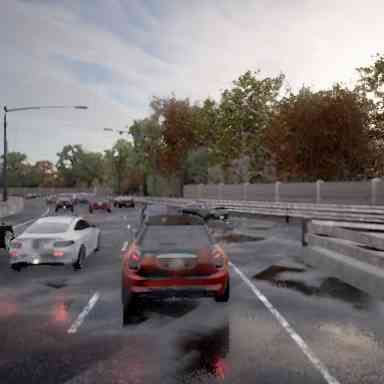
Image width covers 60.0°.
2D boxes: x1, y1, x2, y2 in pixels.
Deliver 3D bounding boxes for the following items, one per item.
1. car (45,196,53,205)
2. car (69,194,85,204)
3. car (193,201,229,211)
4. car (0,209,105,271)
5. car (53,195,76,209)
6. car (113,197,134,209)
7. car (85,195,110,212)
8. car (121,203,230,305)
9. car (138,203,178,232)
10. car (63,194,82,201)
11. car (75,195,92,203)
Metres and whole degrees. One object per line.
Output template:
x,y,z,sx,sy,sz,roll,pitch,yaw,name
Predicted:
-22.742,1.315,54.357,2.128,1.511,4.902,0,0,-31,car
-18.568,1.175,54.134,2.097,1.767,4.553,0,0,-30,car
0.660,1.417,23.634,2.128,1.511,4.902,0,0,-32,car
-4.166,1.490,10.681,1.812,1.442,4.674,0,0,-6,car
-14.580,1.381,37.982,1.837,1.490,4.892,0,0,-21,car
-8.702,1.339,42.223,1.882,1.535,5.008,0,0,-24,car
-10.075,1.234,35.922,2.097,1.767,4.553,0,0,-19,car
-0.460,1.324,8.227,2.097,1.767,4.553,0,0,-5,car
-2.292,1.477,21.040,2.033,1.411,5.357,0,0,-11,car
-25.376,1.166,70.300,2.033,1.411,5.357,0,0,-41,car
-21.140,1.355,64.592,1.994,1.385,4.181,0,0,-35,car
